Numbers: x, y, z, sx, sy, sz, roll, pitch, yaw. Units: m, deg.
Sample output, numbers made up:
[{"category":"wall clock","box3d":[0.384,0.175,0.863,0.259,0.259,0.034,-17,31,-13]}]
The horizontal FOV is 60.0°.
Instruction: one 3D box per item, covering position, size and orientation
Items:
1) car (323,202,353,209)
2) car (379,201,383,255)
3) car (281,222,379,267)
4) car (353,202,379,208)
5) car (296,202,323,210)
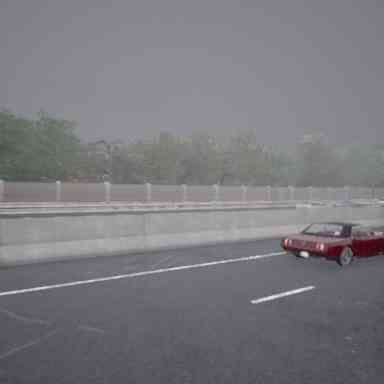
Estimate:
[{"category":"car","box3d":[17.570,1.811,37.324,5.357,1.411,2.033,0,0,-34]},{"category":"car","box3d":[7.716,1.338,9.172,5.566,2.045,2.150,1,0,-35]},{"category":"car","box3d":[5.403,1.710,11.828,4.718,1.301,1.895,1,0,-35]},{"category":"car","box3d":[19.083,1.744,34.118,5.008,1.535,1.882,1,0,-34]},{"category":"car","box3d":[14.539,1.855,39.503,4.718,1.301,1.895,0,0,-34]}]
